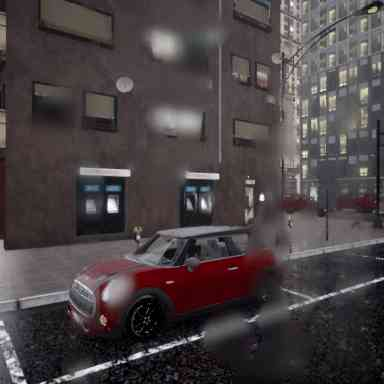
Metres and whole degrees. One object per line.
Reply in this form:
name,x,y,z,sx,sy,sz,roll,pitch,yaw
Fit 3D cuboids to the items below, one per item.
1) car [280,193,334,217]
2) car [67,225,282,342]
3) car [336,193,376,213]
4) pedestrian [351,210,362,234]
car,8.671,1.010,27.322,2.192,1.841,5.009,2,0,-36
car,-0.205,1.440,6.410,4.097,1.590,1.967,0,0,-35
car,15.414,1.030,32.296,2.192,1.841,5.009,1,0,-36
pedestrian,8.380,1.144,16.834,0.375,1.860,0.375,0,0,-35
